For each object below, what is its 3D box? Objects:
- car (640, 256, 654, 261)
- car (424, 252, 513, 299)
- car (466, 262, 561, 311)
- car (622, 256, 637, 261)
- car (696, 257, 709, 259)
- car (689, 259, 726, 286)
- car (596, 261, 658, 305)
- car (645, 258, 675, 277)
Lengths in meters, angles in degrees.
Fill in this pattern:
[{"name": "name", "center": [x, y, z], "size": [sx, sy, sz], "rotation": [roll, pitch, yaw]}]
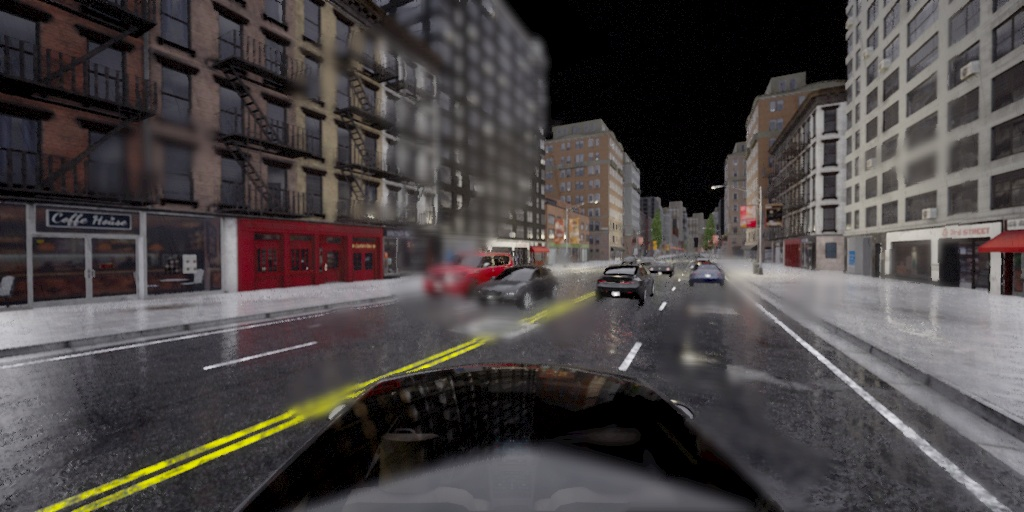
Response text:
[{"name": "car", "center": [19.467, 0.815, 51.093], "size": [1.837, 1.490, 4.892], "rotation": [0, 1, 27]}, {"name": "car", "center": [-1.735, 0.848, 17.076], "size": [2.150, 2.045, 5.566], "rotation": [0, 1, 27]}, {"name": "car", "center": [0.442, 1.153, 14.207], "size": [1.837, 1.490, 4.892], "rotation": [0, 1, 27]}, {"name": "car", "center": [18.274, 0.779, 55.840], "size": [1.837, 1.490, 4.892], "rotation": [0, 0, 28]}, {"name": "car", "center": [21.527, 0.900, 40.500], "size": [1.837, 1.490, 4.892], "rotation": [0, 0, 27]}, {"name": "car", "center": [12.579, 1.121, 23.139], "size": [1.994, 1.385, 4.181], "rotation": [0, 1, 27]}, {"name": "car", "center": [4.973, 1.136, 15.469], "size": [1.837, 1.490, 4.892], "rotation": [0, 0, 27]}, {"name": "car", "center": [13.099, 1.088, 31.239], "size": [1.895, 1.301, 4.718], "rotation": [0, 1, 27]}]
